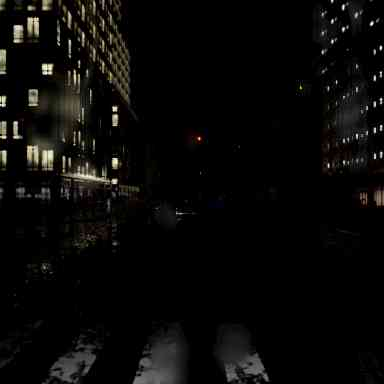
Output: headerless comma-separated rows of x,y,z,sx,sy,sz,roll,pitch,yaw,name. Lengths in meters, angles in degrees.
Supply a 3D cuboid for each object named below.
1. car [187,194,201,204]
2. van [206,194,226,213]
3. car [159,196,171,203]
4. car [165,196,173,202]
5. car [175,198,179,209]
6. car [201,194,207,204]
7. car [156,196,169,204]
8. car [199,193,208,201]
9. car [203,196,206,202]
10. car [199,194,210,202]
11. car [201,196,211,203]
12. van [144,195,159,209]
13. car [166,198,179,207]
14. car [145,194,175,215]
0.169,1.350,63.505,2.097,1.767,4.553,0,0,0,car
2.735,1.341,35.919,1.690,1.788,3.998,0,0,0,van
-5.589,1.549,69.193,2.008,1.369,4.403,0,0,0,car
-5.531,1.578,80.273,1.802,1.307,4.206,0,0,0,car
-3.129,1.525,43.592,1.812,1.442,4.674,0,0,0,car
2.764,1.313,63.612,2.192,1.841,5.009,0,0,0,car
-5.617,1.564,63.655,1.947,1.339,4.313,0,0,0,car
2.879,1.310,85.769,2.192,1.841,5.009,0,0,0,car
2.672,1.544,41.458,1.887,1.381,4.507,0,0,0,car
2.821,1.312,74.691,2.192,1.841,5.009,0,0,0,car
2.792,1.542,69.151,1.887,1.381,4.507,0,0,0,car
-5.702,1.341,47.037,1.690,1.788,3.998,0,0,0,van
-3.073,1.600,53.464,1.895,1.301,4.718,0,0,0,car
-3.182,1.222,33.613,2.150,2.045,5.566,0,0,0,car
